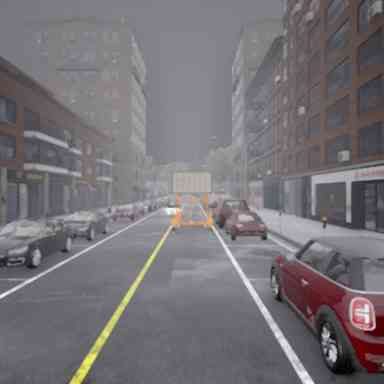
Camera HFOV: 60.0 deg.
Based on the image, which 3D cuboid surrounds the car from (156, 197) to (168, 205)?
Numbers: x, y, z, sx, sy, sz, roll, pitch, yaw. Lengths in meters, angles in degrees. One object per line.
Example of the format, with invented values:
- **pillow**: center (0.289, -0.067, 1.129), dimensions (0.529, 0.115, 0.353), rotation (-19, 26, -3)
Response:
- **car**: center (-5.392, 1.644, 60.663), dimensions (1.752, 1.417, 4.829), rotation (0, 0, 0)

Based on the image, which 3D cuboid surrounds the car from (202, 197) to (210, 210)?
- **car**: center (2.634, 1.663, 44.282), dimensions (1.802, 1.307, 4.206), rotation (0, 0, 0)

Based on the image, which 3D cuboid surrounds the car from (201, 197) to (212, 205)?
- **car**: center (2.633, 1.664, 60.836), dimensions (1.887, 1.381, 4.507), rotation (0, 0, 0)

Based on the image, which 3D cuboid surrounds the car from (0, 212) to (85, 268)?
- **car**: center (-5.389, 1.571, 11.164), dimensions (2.008, 1.369, 4.403), rotation (0, 0, 0)

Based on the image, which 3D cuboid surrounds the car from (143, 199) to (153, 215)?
- **car**: center (-5.390, 1.611, 33.240), dimensions (2.008, 1.369, 4.403), rotation (0, 0, 0)

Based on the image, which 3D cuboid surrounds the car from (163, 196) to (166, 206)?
- **car**: center (-5.391, 1.643, 49.795), dimensions (2.008, 1.369, 4.403), rotation (0, 0, 0)

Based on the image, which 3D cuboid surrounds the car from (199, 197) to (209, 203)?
- **car**: center (2.632, 1.714, 71.873), dimensions (1.947, 1.339, 4.313), rotation (0, 0, 0)

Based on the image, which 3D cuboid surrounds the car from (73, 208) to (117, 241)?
- **car**: center (-5.389, 1.581, 16.683), dimensions (2.008, 1.369, 4.403), rotation (0, 0, 0)

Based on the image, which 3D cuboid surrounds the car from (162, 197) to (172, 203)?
- **car**: center (-5.393, 1.730, 71.871), dimensions (1.802, 1.307, 4.206), rotation (0, 0, 0)

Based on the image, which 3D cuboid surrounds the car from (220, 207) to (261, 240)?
- **car**: center (2.636, 1.612, 16.690), dimensions (1.802, 1.307, 4.206), rotation (0, 0, 0)

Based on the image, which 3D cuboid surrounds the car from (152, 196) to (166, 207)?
- **car**: center (-5.392, 1.545, 55.315), dimensions (1.967, 1.590, 4.097), rotation (0, 0, 0)

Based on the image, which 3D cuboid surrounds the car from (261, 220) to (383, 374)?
- **car**: center (2.637, 1.451, 5.653), dimensions (1.967, 1.590, 4.097), rotation (0, 0, 0)

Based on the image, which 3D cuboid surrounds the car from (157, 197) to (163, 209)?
- **car**: center (-5.391, 1.647, 44.277), dimensions (1.947, 1.339, 4.313), rotation (0, 0, 0)

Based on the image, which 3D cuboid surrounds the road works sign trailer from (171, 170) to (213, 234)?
- **road works sign trailer**: center (-0.002, 0.500, 19.578), dimensions (2.380, 3.560, 2.880), rotation (0, 0, 0)

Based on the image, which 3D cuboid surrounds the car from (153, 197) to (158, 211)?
- **car**: center (-5.390, 1.615, 38.759), dimensions (1.887, 1.381, 4.507), rotation (0, 0, 0)

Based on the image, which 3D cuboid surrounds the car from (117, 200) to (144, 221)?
- **car**: center (-5.390, 1.632, 27.721), dimensions (1.802, 1.307, 4.206), rotation (0, 0, 0)

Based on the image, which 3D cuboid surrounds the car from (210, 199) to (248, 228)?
- **car**: center (2.636, 1.355, 22.209), dimensions (2.192, 1.841, 5.009), rotation (0, 0, 0)

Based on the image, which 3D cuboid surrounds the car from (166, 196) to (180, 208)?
- **car**: center (-2.834, 1.583, 50.082), dimensions (2.128, 1.511, 4.902), rotation (0, 0, 0)

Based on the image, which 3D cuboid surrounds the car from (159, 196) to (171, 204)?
- **car**: center (-5.392, 1.574, 66.352), dimensions (1.967, 1.590, 4.097), rotation (0, 0, 0)

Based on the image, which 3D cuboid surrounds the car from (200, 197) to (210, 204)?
- **car**: center (2.633, 1.716, 66.354), dimensions (1.802, 1.307, 4.206), rotation (0, 0, 0)
